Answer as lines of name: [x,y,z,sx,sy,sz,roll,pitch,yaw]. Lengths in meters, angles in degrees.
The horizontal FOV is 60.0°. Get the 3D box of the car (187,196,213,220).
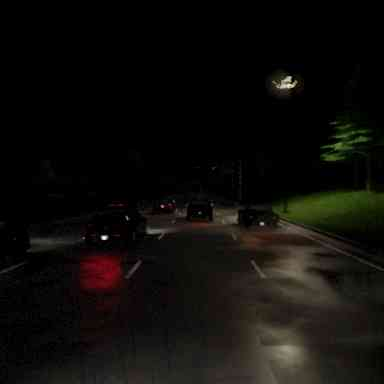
car: [0.606,1.294,25.804,1.882,1.535,5.008,0,0,1]

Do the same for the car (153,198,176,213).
car: [-2.716,1.325,33.149,1.994,1.385,4.181,0,0,1]

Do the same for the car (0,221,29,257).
car: [-6.758,1.276,9.764,2.097,1.767,4.553,0,0,1]

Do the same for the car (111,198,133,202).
car: [-6.288,1.283,30.249,1.837,1.490,4.892,0,0,1]

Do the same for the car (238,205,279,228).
car: [3.984,1.455,20.800,1.895,1.301,4.718,0,0,1]

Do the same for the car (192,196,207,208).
car: [1.010,1.225,42.288,1.812,1.442,4.674,0,1,1]

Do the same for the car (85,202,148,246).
car: [-3.162,1.398,14.623,1.837,1.490,4.892,0,0,1]
